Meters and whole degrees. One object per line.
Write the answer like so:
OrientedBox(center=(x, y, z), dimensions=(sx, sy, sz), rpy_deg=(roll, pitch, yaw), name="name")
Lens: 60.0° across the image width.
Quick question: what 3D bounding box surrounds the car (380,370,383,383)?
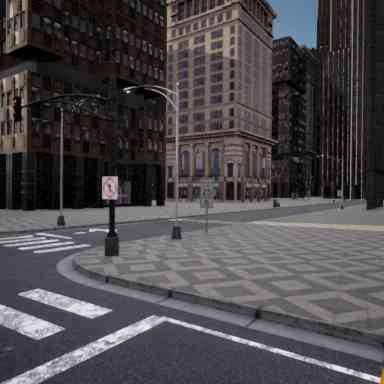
OrientedBox(center=(3.507, 1.479, 1.192), dimensions=(5.008, 1.535, 1.882), rpy_deg=(0, 0, 35), name="car")
